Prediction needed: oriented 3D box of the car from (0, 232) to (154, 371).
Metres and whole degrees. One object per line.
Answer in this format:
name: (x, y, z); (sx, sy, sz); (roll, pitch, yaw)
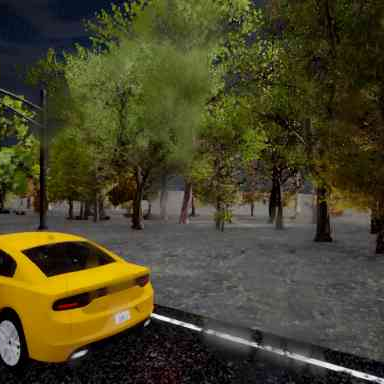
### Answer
car: (-2.922, 1.444, 5.765); (5.008, 1.535, 1.882); (1, 0, 35)
